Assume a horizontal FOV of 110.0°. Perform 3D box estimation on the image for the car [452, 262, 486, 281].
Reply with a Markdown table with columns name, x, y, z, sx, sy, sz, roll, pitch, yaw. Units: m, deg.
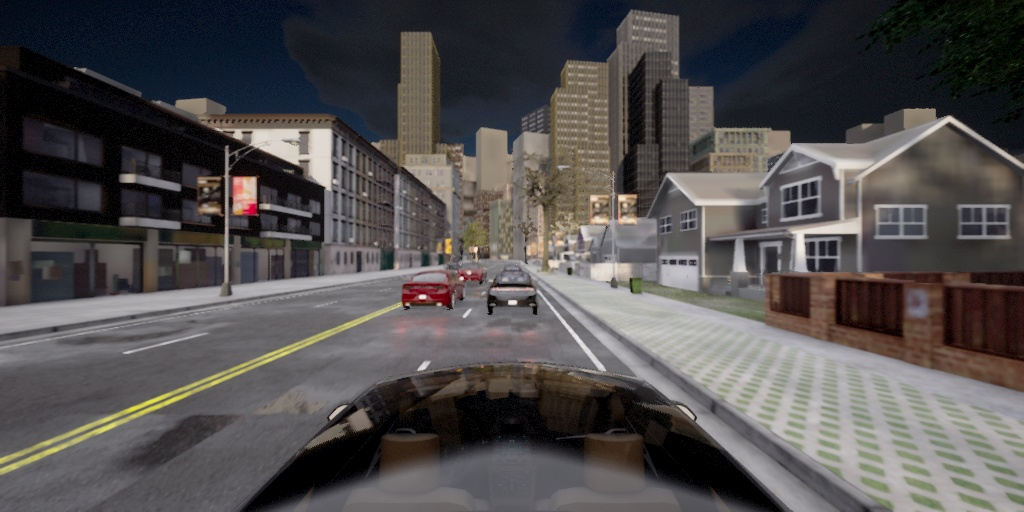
| name | x | y | z | sx | sy | sz | roll | pitch | yaw |
| --- | --- | --- | --- | --- | --- | --- | --- | --- | --- |
| car | -3.211 | 1.318 | 29.178 | 2.097 | 1.767 | 4.553 | 0 | -1 | 1 |

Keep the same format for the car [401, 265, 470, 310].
| name | x | y | z | sx | sy | sz | roll | pitch | yaw |
| --- | --- | --- | --- | --- | --- | --- | --- | --- | --- |
| car | -3.201 | 1.335 | 15.385 | 1.882 | 1.535 | 5.008 | 0 | 0 | 0 |

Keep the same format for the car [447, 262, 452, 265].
| name | x | y | z | sx | sy | sz | roll | pitch | yaw |
| --- | --- | --- | --- | --- | --- | --- | --- | --- | --- |
| car | -9.812 | 1.756 | 59.816 | 1.994 | 1.385 | 4.181 | 0 | 0 | 1 |

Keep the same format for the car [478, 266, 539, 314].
| name | x | y | z | sx | sy | sz | roll | pitch | yaw |
| --- | --- | --- | --- | --- | --- | --- | --- | --- | --- |
| car | 0.042 | 1.340 | 14.243 | 2.128 | 1.511 | 4.902 | 0 | 0 | 1 |
